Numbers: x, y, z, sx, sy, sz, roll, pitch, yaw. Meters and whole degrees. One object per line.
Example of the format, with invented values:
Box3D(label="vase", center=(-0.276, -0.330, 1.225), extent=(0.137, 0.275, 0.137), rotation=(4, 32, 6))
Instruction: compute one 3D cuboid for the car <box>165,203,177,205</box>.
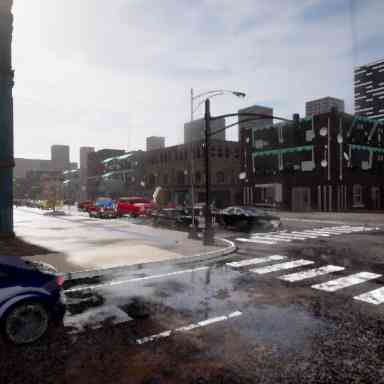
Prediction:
Box3D(label="car", center=(-2.402, 1.903, 39.364), extent=(1.802, 1.307, 4.206), rotation=(-2, 0, -35))

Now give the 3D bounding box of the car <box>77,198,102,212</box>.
Box3D(label="car", center=(-14.526, 2.000, 46.531), extent=(1.882, 1.535, 5.008), rotation=(-1, 0, -35))

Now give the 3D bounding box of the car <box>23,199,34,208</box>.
Box3D(label="car", center=(-31.648, 2.376, 66.122), extent=(2.008, 1.369, 4.403), rotation=(-1, 0, -35))

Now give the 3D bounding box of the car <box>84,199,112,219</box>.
Box3D(label="car", center=(-9.240, 1.846, 34.514), extent=(1.967, 1.590, 4.097), rotation=(-1, 0, -35))

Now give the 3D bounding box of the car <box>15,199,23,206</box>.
Box3D(label="car", center=(-38.053, 2.380, 75.152), extent=(1.967, 1.590, 4.097), rotation=(-1, 0, -35))

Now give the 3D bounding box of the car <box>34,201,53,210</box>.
Box3D(label="car", center=(-25.147, 2.233, 56.952), extent=(1.752, 1.417, 4.829), rotation=(-1, 0, -35))

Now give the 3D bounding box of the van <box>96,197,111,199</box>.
Box3D(label="van", center=(-15.213, 1.907, 57.424), extent=(1.690, 1.788, 3.998), rotation=(-1, 0, -35))

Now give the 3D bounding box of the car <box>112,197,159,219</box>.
Box3D(label="car", center=(-5.839, 1.578, 34.206), extent=(2.150, 2.045, 5.566), rotation=(-1, -1, -35))

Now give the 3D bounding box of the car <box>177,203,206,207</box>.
Box3D(label="car", center=(0.799, 1.809, 34.848), extent=(2.008, 1.369, 4.403), rotation=(-2, 0, -35))

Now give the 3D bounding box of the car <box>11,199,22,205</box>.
Box3D(label="car", center=(-44.454, 2.598, 84.182), extent=(1.887, 1.381, 4.507), rotation=(-1, 0, -35))

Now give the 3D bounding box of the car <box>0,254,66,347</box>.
Box3D(label="car", center=(-4.061, 1.564, 4.776), extent=(4.181, 1.385, 1.994), rotation=(0, 0, -35))

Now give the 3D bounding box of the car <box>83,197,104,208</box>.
Box3D(label="car", center=(-18.415, 1.939, 61.939), extent=(2.192, 1.841, 5.009), rotation=(-1, 0, -35))

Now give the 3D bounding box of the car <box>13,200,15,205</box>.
Box3D(label="car", center=(-41.252, 2.547, 79.668), extent=(2.008, 1.369, 4.403), rotation=(-1, 0, -35))

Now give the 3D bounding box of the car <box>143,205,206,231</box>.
Box3D(label="car", center=(-1.310, 1.814, 23.124), extent=(1.947, 1.339, 4.313), rotation=(-2, 0, -35))

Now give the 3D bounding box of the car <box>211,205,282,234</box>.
Box3D(label="car", center=(3.427, 1.661, 20.810), extent=(2.128, 1.511, 4.902), rotation=(-1, 0, -32))

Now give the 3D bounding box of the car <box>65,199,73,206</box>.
Box3D(label="car", center=(-28.014, 2.364, 75.486), extent=(1.947, 1.339, 4.313), rotation=(-1, 0, -35))

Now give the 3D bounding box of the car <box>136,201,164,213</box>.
Box3D(label="car", center=(-5.603, 1.966, 43.878), extent=(1.802, 1.307, 4.206), rotation=(-2, 0, -35))
